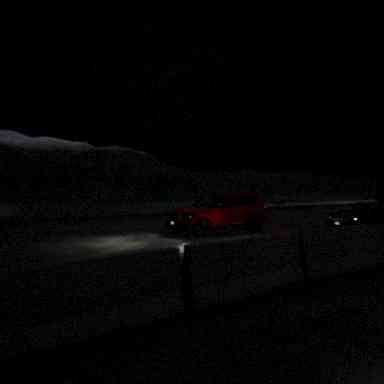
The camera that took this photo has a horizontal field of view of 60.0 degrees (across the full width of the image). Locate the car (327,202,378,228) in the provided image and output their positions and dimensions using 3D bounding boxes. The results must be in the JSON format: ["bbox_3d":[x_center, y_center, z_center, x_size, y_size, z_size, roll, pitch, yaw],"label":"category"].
[{"bbox_3d":[9.452,1.313,18.174,4.902,1.511,2.128,-1,0,-32],"label":"car"}]

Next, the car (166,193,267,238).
[{"bbox_3d":[1.411,1.097,17.327,5.566,2.045,2.150,-1,0,-32],"label":"car"}]
